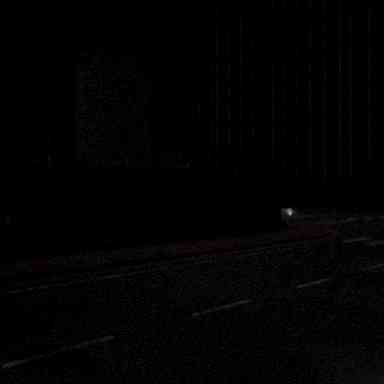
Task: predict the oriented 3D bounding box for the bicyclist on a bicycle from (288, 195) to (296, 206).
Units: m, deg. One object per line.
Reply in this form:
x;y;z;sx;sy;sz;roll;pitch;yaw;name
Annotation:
13.495;1.155;45.021;1.656;1.620;0.582;-1;0;-36;bicyclist on a bicycle
